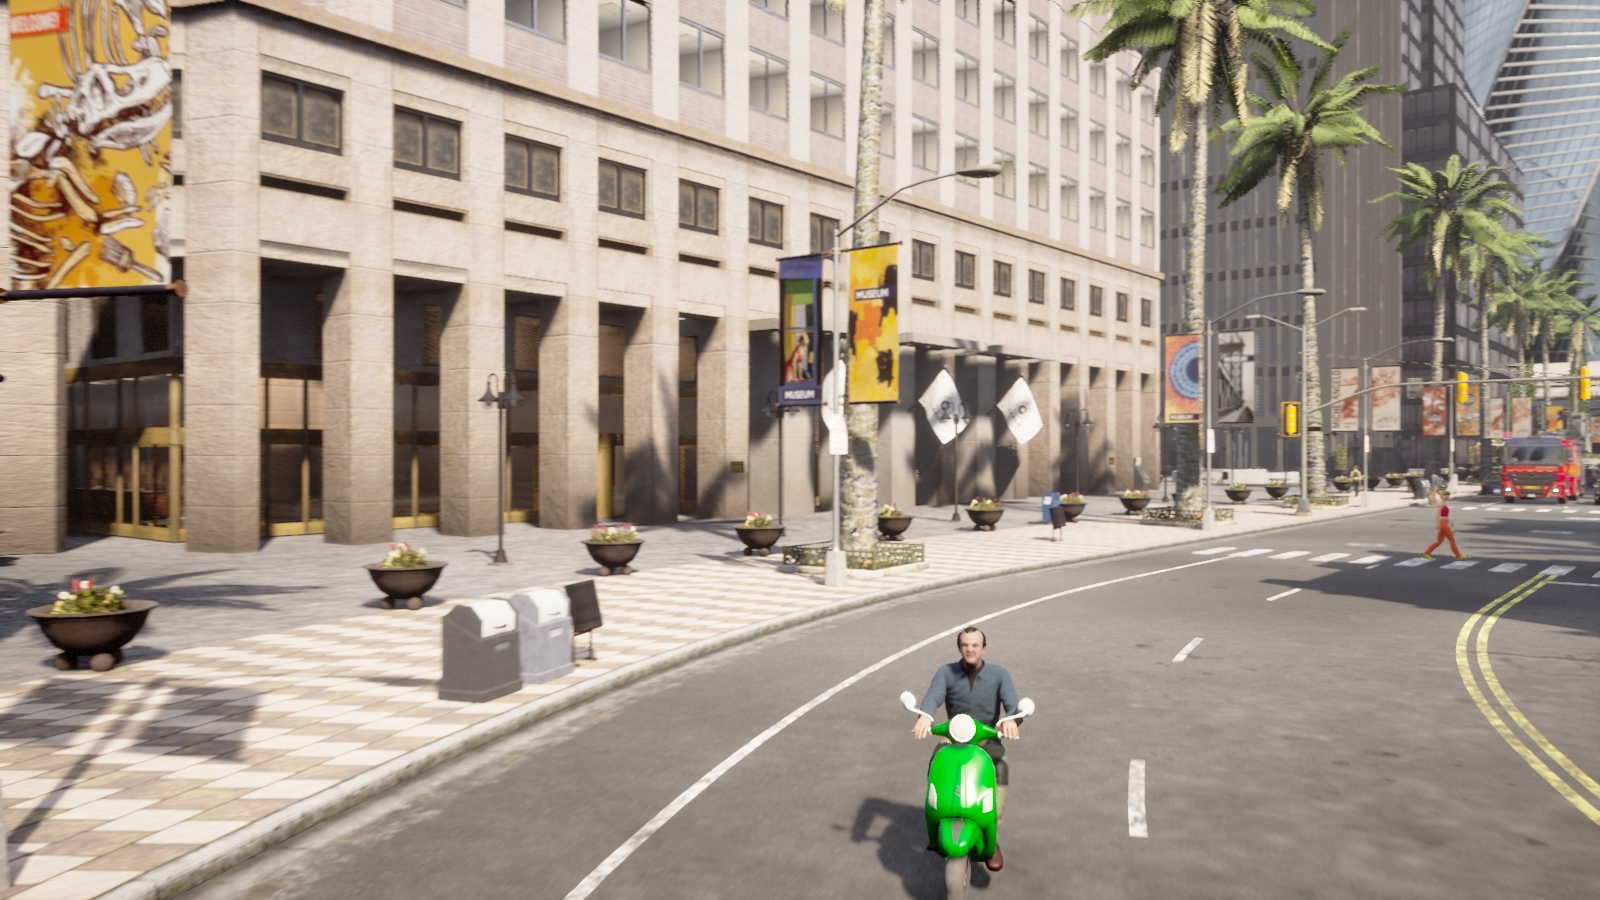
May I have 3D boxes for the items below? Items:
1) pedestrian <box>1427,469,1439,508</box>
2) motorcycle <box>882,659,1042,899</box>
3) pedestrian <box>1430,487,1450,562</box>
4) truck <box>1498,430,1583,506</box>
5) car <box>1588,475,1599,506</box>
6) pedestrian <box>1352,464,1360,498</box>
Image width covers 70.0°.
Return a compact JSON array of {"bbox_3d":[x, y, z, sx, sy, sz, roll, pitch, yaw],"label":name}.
[{"bbox_3d":[30.740,1.870,55.452,0.375,1.860,0.375,0,0,-36],"label":"pedestrian"},{"bbox_3d":[1.126,2.183,7.555,0.856,1.236,1.805,0,0,14],"label":"motorcycle"},{"bbox_3d":[16.100,1.859,28.755,0.375,1.860,0.375,0,0,41],"label":"pedestrian"},{"bbox_3d":[40.401,0.919,62.219,2.891,3.827,8.468,0,0,40],"label":"truck"},{"bbox_3d":[42.567,2.091,59.361,2.231,1.480,4.892,0,0,40],"label":"car"},{"bbox_3d":[30.796,1.717,63.267,0.375,1.860,0.375,0,0,27],"label":"pedestrian"}]
